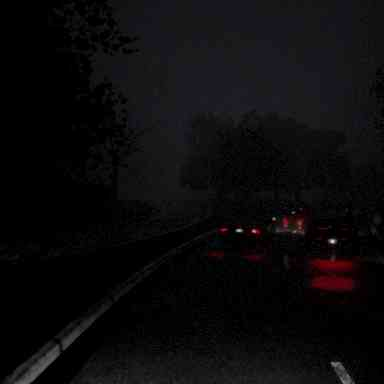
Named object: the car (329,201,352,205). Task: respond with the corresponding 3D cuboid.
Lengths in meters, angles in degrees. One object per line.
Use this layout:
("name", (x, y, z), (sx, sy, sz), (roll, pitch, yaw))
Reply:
("car", (12.041, 1.359, 27.182), (1.895, 1.301, 4.718), (0, 0, 27))

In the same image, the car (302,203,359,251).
("car", (5.676, 1.432, 13.816), (1.837, 1.490, 4.892), (0, 1, 19))

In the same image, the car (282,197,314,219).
("car", (9.149, 1.364, 28.665), (1.895, 1.301, 4.718), (0, 0, 27))

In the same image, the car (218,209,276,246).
("car", (2.612, 1.482, 14.899), (2.033, 1.411, 5.357), (0, 1, 19))
